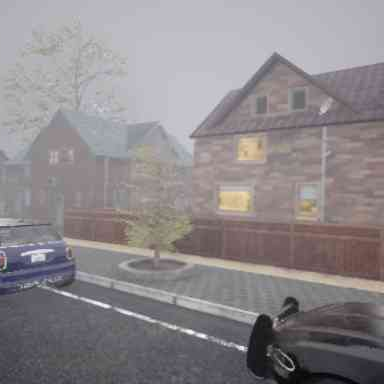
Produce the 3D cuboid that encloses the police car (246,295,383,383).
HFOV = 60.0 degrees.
[{"bbox_3d":[2.973,1.510,2.565,5.238,1.638,1.930,0,-1,37],"label":"police car"}]

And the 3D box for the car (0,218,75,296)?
[{"bbox_3d":[-5.030,1.440,8.438,4.553,1.767,2.097,0,-1,36],"label":"car"}]
